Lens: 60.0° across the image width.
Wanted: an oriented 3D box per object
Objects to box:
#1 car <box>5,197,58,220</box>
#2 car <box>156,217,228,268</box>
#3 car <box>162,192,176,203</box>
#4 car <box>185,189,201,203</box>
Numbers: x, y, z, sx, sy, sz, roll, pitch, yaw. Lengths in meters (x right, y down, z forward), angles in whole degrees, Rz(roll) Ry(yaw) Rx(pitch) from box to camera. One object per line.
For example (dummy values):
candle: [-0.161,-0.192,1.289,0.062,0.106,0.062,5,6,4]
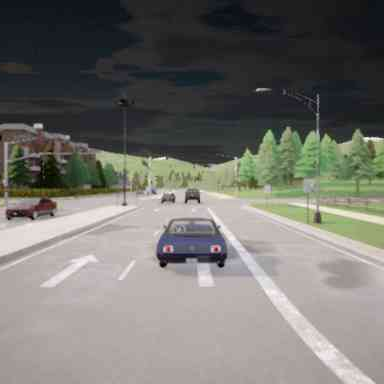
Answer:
car: [-11.557,1.132,24.256,1.882,1.535,5.008,0,1,0]
car: [0.000,1.447,10.701,1.895,1.301,4.718,0,1,0]
car: [-3.411,0.791,49.342,2.128,1.511,4.902,0,1,0]
car: [0.091,0.521,49.257,2.150,2.045,5.566,0,1,0]
